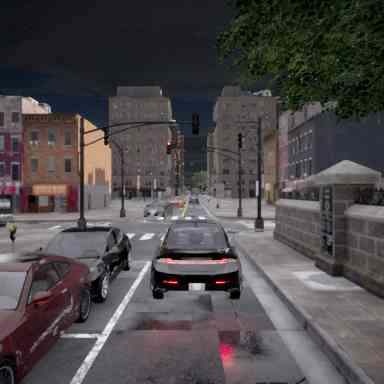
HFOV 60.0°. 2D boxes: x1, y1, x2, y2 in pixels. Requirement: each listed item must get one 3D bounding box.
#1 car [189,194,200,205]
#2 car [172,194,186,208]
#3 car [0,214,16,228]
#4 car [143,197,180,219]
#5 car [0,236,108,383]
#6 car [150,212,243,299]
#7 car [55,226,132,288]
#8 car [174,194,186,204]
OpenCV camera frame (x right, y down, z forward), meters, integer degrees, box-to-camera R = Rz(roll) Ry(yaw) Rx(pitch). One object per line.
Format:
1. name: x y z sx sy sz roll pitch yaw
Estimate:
1. car: 0.360 1.509 60.437 1.812 1.442 4.674 0 0 0
2. car: -2.234 1.339 46.295 2.097 1.767 4.553 0 0 0
3. car: -13.884 1.734 21.141 4.718 1.301 1.895 -1 0 0
4. car: -2.827 1.484 29.425 2.128 1.511 4.902 0 0 9
5. car: -2.631 1.581 4.565 1.802 1.307 4.206 0 0 0
6. car: 0.095 1.491 8.405 2.128 1.511 4.902 0 0 0
7. car: -2.627 1.565 8.228 1.947 1.339 4.313 0 0 0
8. car: -2.200 1.333 62.190 2.097 1.767 4.553 0 0 0
